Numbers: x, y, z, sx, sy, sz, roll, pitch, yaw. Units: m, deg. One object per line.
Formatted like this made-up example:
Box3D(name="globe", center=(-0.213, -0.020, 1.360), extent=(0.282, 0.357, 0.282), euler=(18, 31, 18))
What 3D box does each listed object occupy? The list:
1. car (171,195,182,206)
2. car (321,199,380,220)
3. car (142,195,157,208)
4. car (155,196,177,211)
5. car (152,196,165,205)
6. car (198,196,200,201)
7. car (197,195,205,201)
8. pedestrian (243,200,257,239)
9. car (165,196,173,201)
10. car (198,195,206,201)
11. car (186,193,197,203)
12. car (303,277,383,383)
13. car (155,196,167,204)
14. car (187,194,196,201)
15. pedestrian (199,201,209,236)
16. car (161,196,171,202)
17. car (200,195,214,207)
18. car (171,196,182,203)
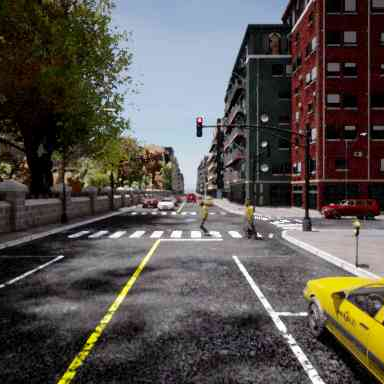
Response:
Box3D(name="car", center=(-3.199, 1.560, 52.983), extent=(2.033, 1.411, 5.357), euler=(0, 0, 0))
Box3D(name="car", center=(14.550, 1.591, 30.562), extent=(5.009, 1.841, 2.192), euler=(1, -1, 0))
Box3D(name="car", center=(-5.794, 1.324, 47.091), extent=(2.192, 1.841, 5.009), euler=(0, 0, 0))
Box3D(name="car", center=(-3.156, 1.532, 41.199), extent=(1.812, 1.442, 4.674), euler=(0, 0, -1))
Box3D(name="car", center=(-5.818, 1.457, 58.162), extent=(1.967, 1.590, 4.097), euler=(0, 0, 0))
Box3D(name="car", center=(2.563, 1.562, 58.180), extent=(1.887, 1.381, 4.507), euler=(0, 0, 0))
Box3D(name="car", center=(2.492, 1.592, 91.391), extent=(1.887, 1.381, 4.507), euler=(0, 0, 0))
Box3D(name="pedestrian", center=(2.736, 1.294, 15.650), extent=(0.375, 1.860, 0.375), euler=(0, 0, 0))
Box3D(name="car", center=(-5.876, 1.623, 85.838), extent=(1.802, 1.307, 4.206), euler=(0, 0, 0))
Box3D(name="car", center=(2.504, 1.586, 85.856), extent=(1.887, 1.381, 4.507), euler=(0, 0, 0))
Box3D(name="car", center=(-0.153, 1.245, 72.450), extent=(2.150, 2.045, 5.566), euler=(0, 0, 0))
Box3D(name="car", center=(2.680, 1.525, 3.714), extent=(1.752, 1.417, 4.829), euler=(0, 0, 0))
Box3D(name="car", center=(-5.829, 1.566, 63.697), extent=(1.887, 1.381, 4.507), euler=(0, 0, 0))
Box3D(name="car", center=(-0.176, 1.306, 82.811), extent=(2.097, 1.767, 4.553), euler=(0, 0, 0))
Box3D(name="pedestrian", center=(0.600, 1.294, 16.925), extent=(0.375, 1.860, 0.375), euler=(0, 0, 0))
Box3D(name="car", center=(-5.852, 1.613, 74.767), extent=(1.802, 1.307, 4.206), euler=(0, 0, 0))
Box3D(name="car", center=(2.574, 1.538, 52.815), extent=(1.752, 1.417, 4.829), euler=(0, 0, 0))
Box3D(name="car", center=(-3.159, 1.503, 68.407), extent=(1.882, 1.535, 5.008), euler=(0, 0, 0))
